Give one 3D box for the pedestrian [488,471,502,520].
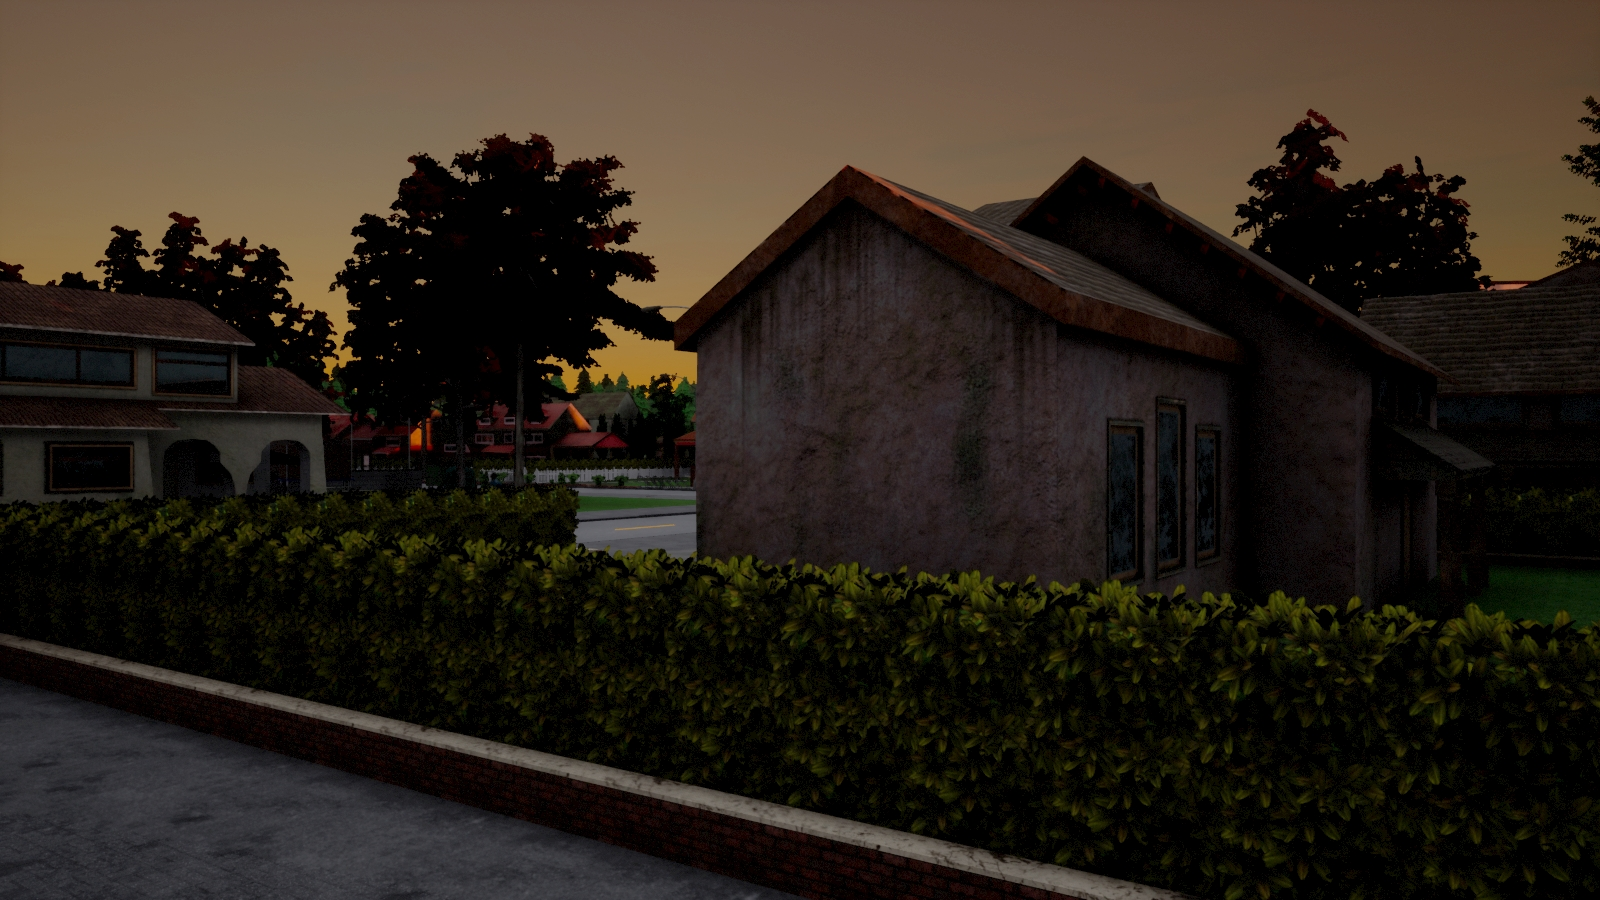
[{"bbox_3d":[-11.735,1.733,44.010,0.375,1.860,0.375,0,0,37],"label":"pedestrian"}]
